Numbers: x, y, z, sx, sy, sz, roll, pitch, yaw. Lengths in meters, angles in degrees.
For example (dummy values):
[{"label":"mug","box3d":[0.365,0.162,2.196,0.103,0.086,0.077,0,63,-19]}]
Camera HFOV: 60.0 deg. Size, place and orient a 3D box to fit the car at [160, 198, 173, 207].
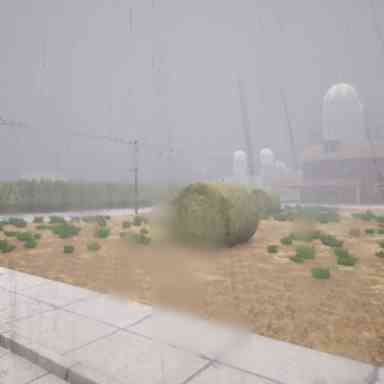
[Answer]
[{"label":"car","box3d":[-3.247,1.701,53.541,1.994,1.385,4.181,0,0,33]}]
